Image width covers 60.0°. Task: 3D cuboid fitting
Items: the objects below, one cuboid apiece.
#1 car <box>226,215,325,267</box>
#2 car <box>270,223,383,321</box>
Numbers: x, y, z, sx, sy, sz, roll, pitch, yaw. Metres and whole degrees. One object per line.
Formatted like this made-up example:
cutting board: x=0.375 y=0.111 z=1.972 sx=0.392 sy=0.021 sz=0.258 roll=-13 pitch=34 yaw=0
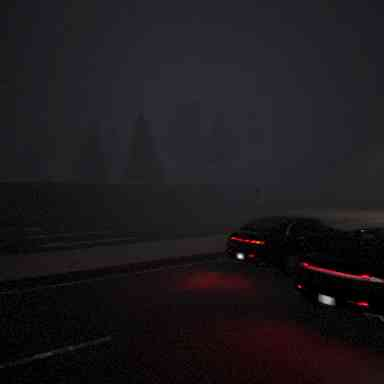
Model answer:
car: x=3.266 y=1.502 z=10.376 sx=4.892 sy=1.490 sz=1.837 roll=1 pitch=0 yaw=-35
car: x=4.104 y=1.492 z=6.676 sx=4.902 sy=1.511 sz=2.128 roll=0 pitch=0 yaw=-35
